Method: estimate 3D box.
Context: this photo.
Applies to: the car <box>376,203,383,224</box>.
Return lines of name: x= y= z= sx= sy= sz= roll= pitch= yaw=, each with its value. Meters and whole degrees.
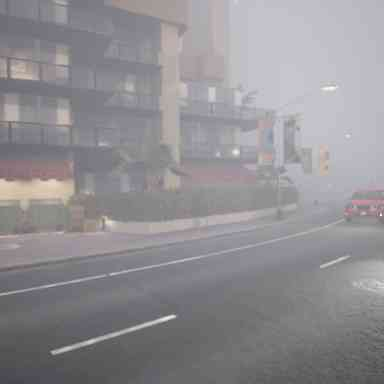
car: x=9.003 y=1.237 z=12.874 sx=2.128 sy=1.511 sz=4.902 roll=0 pitch=1 yaw=41

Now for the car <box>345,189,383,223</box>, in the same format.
car: x=11.542 y=0.850 z=21.733 sx=2.150 sy=2.045 sz=5.566 roll=0 pitch=1 yaw=34

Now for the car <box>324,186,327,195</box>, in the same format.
car: x=35.976 y=-0.055 z=85.019 sx=2.185 sy=1.767 sz=4.553 roll=-1 pitch=1 yaw=-27
